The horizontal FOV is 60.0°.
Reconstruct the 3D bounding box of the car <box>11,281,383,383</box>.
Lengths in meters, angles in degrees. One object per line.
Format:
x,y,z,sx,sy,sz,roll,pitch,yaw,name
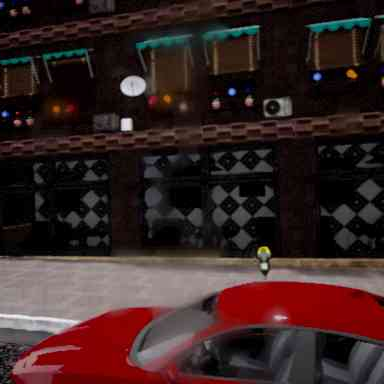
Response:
0.642,1.521,2.908,4.507,1.381,1.887,-1,-1,12,car
